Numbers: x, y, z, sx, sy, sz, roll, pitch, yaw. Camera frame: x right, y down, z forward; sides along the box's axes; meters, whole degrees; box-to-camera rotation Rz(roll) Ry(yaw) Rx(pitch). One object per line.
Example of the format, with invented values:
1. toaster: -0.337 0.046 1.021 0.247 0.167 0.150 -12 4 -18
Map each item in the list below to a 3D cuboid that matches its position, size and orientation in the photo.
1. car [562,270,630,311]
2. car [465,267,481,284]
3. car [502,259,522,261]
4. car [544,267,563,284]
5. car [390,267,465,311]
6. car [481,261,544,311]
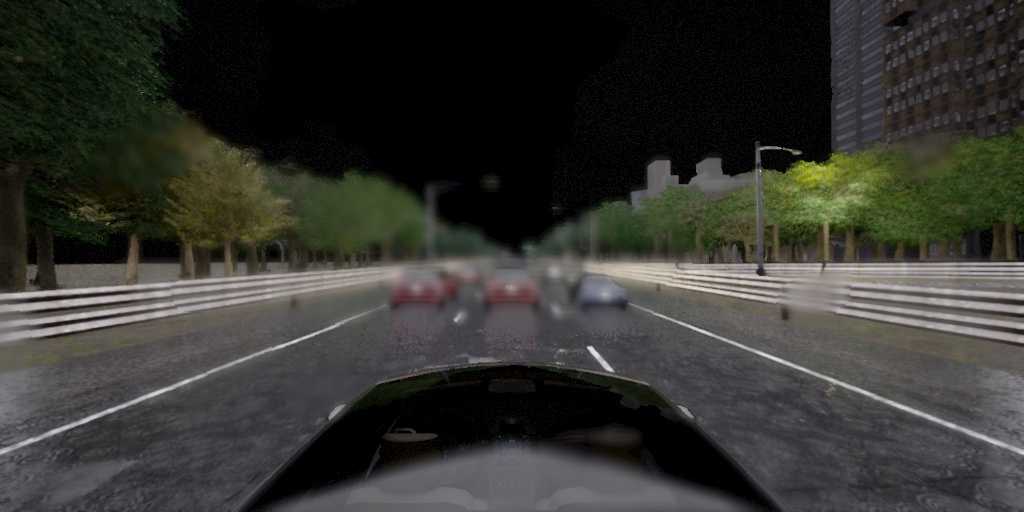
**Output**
1. car: 3.522 1.451 15.322 1.994 1.385 4.181 0 0 0
2. car: -3.480 1.593 30.349 1.994 1.385 4.181 0 0 0
3. car: 0.010 1.246 29.458 2.150 2.045 5.566 0 0 0
4. car: 3.520 1.594 30.377 1.994 1.385 4.181 0 0 0
5. car: -3.480 1.237 15.287 2.097 1.767 4.553 0 -1 0
6. car: 0.021 1.237 15.288 2.097 1.767 4.553 0 -1 0
